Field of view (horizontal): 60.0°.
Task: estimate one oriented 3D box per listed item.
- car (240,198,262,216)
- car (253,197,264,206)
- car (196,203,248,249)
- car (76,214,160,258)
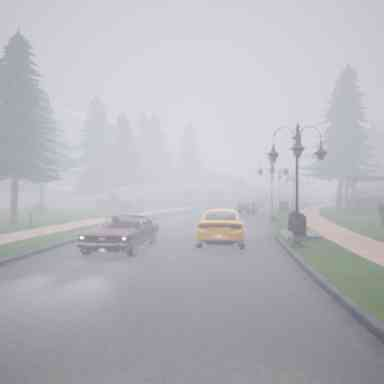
[{"bbox_3d":[5.553,1.601,33.127,1.895,1.301,4.718,0,0,18],"label":"car"},{"bbox_3d":[10.145,1.568,53.352,1.994,1.385,4.181,0,0,29],"label":"car"},{"bbox_3d":[1.345,1.474,14.730,1.882,1.535,5.008,0,0,8],"label":"car"},{"bbox_3d":[-2.649,1.586,12.968,1.895,1.301,4.718,0,0,7],"label":"car"}]
